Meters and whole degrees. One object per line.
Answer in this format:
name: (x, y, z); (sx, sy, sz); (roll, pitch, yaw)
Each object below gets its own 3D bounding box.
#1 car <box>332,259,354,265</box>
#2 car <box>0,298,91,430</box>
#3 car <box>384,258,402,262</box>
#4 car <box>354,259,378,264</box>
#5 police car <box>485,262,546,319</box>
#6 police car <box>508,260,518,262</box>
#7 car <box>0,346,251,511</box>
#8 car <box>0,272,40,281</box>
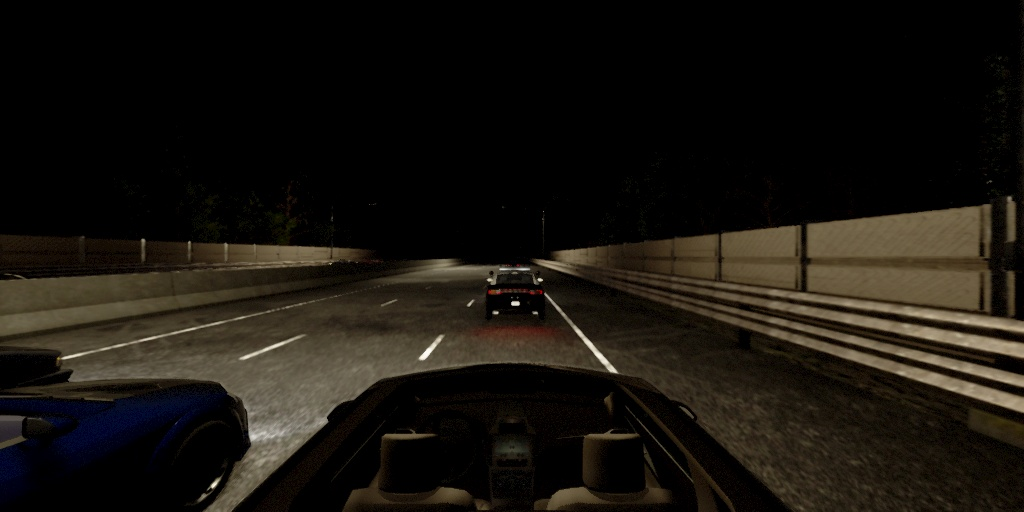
car: (-24.496, 1.250, 52.232); (2.128, 1.511, 4.902); (0, 0, 0)
car: (-6.902, 1.298, 2.336); (2.033, 1.411, 5.357); (0, 0, 0)
car: (-17.490, 1.063, 52.876); (1.837, 1.490, 4.892); (0, 0, 0)
car: (-20.990, 1.158, 52.847); (1.895, 1.301, 4.718); (0, 0, 0)
police car: (0.102, 1.176, 13.017); (1.930, 1.638, 5.238); (0, 0, 0)
police car: (0.108, 1.260, 44.013); (2.038, 1.542, 4.974); (0, 0, 0)
car: (-3.400, 1.314, 1.573); (1.994, 1.385, 4.181); (0, 0, 0)
car: (-17.598, 1.256, 11.138); (1.837, 1.490, 4.892); (0, 0, 0)
